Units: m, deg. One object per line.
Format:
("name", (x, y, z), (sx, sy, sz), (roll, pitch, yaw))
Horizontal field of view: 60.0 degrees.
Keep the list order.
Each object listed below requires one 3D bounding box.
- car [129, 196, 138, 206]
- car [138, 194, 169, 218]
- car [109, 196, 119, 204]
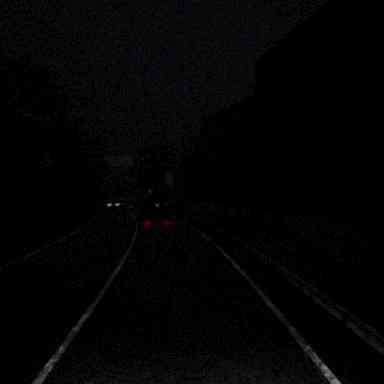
("car", (-9.789, 1.501, 57.271), (1.801, 1.575, 5.366), (-1, 0, -13))
("car", (-3.442, 1.230, 30.422), (2.150, 2.045, 5.566), (-1, 0, -12))
("car", (-16.355, 1.604, 69.832), (1.882, 1.535, 5.008), (-1, 0, -13))
